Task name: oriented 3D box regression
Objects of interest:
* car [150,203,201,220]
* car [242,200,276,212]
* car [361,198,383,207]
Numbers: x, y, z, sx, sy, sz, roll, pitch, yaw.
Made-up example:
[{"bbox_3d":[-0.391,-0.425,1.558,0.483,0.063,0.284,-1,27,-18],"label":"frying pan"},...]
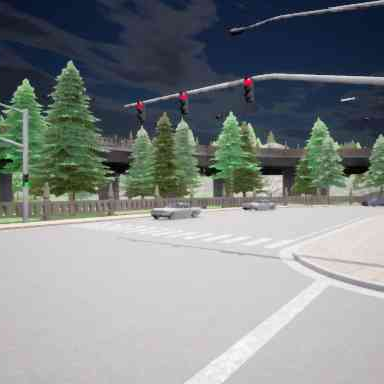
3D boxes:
[{"bbox_3d":[-1.308,1.577,27.801,1.895,1.301,4.718,0,0,37],"label":"car"},{"bbox_3d":[7.894,1.575,39.088,4.718,1.301,1.895,0,0,-45],"label":"car"},{"bbox_3d":[27.453,1.525,49.567,4.181,1.385,1.994,0,0,-10],"label":"car"}]
